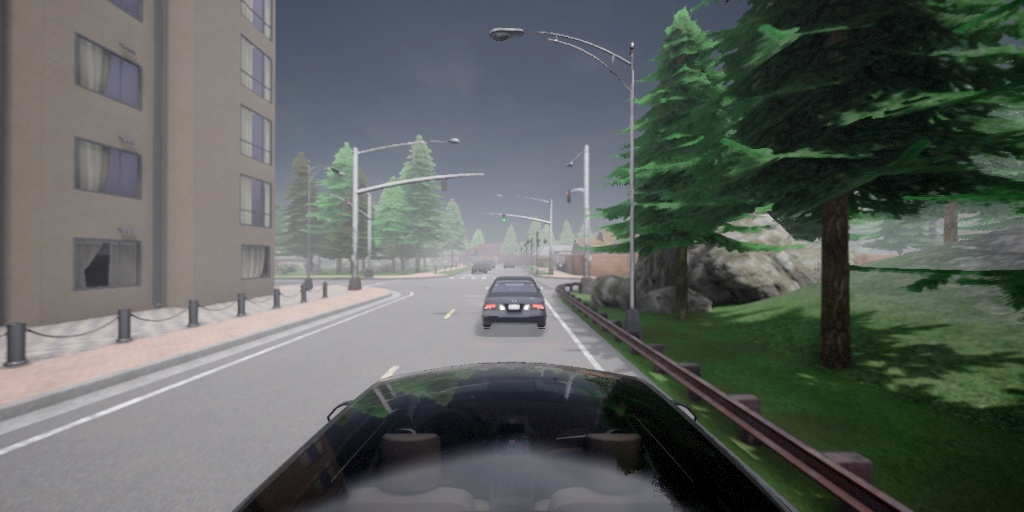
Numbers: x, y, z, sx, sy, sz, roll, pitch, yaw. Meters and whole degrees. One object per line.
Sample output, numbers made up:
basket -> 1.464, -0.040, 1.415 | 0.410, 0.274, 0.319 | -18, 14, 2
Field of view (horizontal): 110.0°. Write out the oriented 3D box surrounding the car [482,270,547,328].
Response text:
car -> 0.073, 1.354, 11.638 | 2.033, 1.411, 5.357 | 0, 0, 0

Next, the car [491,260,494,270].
car -> -4.100, 1.523, 54.488 | 1.837, 1.490, 4.892 | 0, 0, 0

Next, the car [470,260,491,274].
car -> -4.038, 1.469, 45.022 | 1.837, 1.490, 4.892 | 0, 0, 0

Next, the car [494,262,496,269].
car -> -4.144, 1.424, 64.179 | 2.097, 1.767, 4.553 | 0, 0, 0
